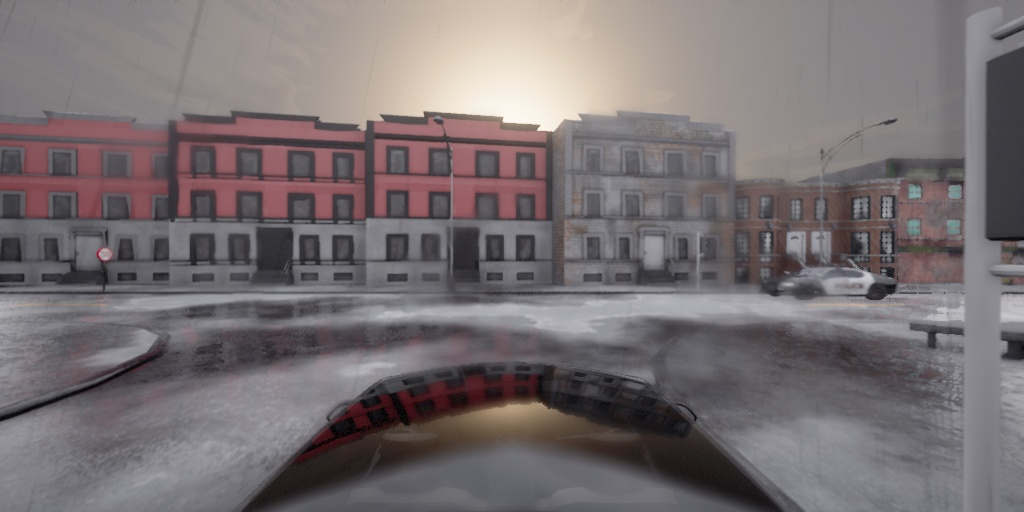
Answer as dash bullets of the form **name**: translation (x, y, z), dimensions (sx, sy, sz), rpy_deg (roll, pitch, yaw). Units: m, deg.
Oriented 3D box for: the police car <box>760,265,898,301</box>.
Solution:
- **police car**: translation (14.046, 1.195, 16.193), dimensions (4.974, 1.542, 2.038), rpy_deg (0, 0, 0)
